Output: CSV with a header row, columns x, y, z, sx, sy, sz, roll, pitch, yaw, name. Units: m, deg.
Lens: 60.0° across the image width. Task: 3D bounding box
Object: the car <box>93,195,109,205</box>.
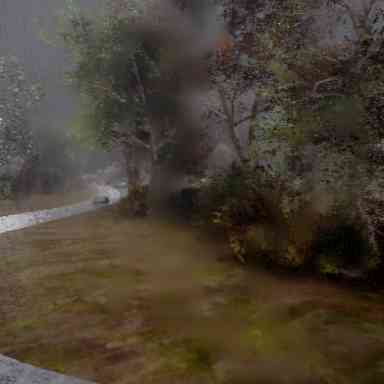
x,y,z,sx,sy,sz,roll,pitch,yaw,name
-14.192,1.152,51.930,1.994,1.385,4.181,-2,2,-6,car
